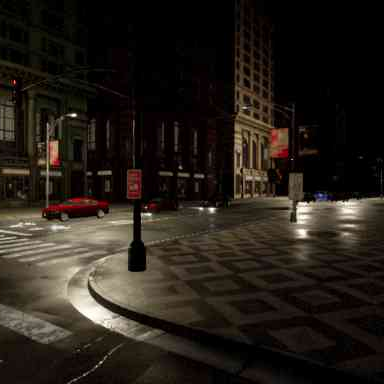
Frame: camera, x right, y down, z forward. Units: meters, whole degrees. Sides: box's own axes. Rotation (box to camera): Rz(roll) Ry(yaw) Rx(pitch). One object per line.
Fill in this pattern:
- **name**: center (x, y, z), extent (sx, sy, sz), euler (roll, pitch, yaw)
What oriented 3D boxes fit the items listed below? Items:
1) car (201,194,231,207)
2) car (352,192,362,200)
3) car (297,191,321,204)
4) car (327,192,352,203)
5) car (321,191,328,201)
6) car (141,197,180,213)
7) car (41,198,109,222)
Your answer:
- **car**: center (3.020, 1.009, 40.268), extent (1.837, 1.490, 4.892), euler (0, 1, 35)
- **car**: center (29.524, 0.677, 60.429), extent (1.812, 1.442, 4.674), euler (0, 1, 35)
- **car**: center (16.189, 0.862, 47.265), extent (2.128, 1.511, 4.902), euler (0, 1, 35)
- **car**: center (22.370, 0.835, 50.351), extent (1.812, 1.442, 4.674), euler (0, 1, 36)
- **car**: center (22.030, 0.594, 55.492), extent (2.097, 1.767, 4.553), euler (0, 1, 36)
- **car**: center (-3.014, 1.199, 31.783), extent (1.994, 1.385, 4.181), euler (0, 1, 36)
- **car**: center (-8.379, 1.231, 24.233), extent (1.882, 1.535, 5.008), euler (0, 1, 35)
